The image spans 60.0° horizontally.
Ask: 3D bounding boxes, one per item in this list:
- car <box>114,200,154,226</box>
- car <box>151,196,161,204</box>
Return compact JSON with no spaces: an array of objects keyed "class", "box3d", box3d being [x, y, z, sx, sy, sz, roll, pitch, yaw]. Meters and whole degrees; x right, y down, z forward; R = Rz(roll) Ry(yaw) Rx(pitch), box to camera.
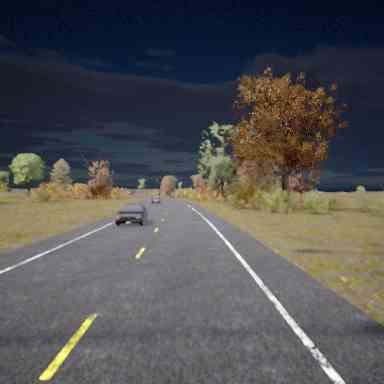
[{"class":"car","box3d":[-4.101,1.538,23.460,2.033,1.411,5.357,0,0,-2]},{"class":"car","box3d":[-6.936,1.487,64.410,2.128,1.511,4.902,0,0,-5]}]
